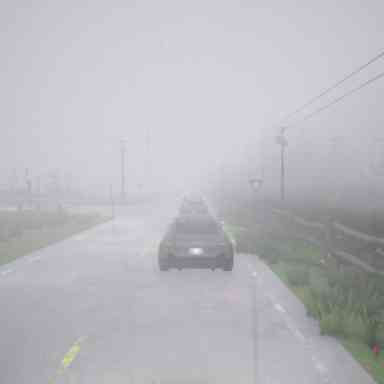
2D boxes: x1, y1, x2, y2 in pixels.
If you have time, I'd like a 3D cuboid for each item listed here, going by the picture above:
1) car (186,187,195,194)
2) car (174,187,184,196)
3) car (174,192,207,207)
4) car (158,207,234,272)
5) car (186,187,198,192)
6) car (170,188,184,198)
[{"bbox_3d":[-0.468,-0.540,87.066,2.097,1.767,4.553,0,1,-5],"label":"car"},{"bbox_3d":[-2.941,-0.123,74.477,2.097,1.767,4.553,0,1,-2],"label":"car"},{"bbox_3d":[-0.009,1.018,23.785,2.128,1.511,4.902,0,1,-4],"label":"car"},{"bbox_3d":[0.109,1.361,10.063,1.994,1.385,4.181,0,1,0],"label":"car"},{"bbox_3d":[0.154,-0.182,77.010,2.097,1.767,4.553,0,1,-3],"label":"car"},{"bbox_3d":[-2.780,0.331,59.090,1.837,1.490,4.892,0,1,1],"label":"car"}]
